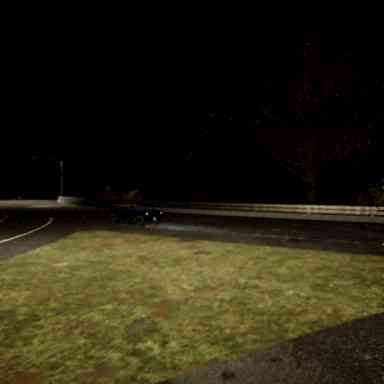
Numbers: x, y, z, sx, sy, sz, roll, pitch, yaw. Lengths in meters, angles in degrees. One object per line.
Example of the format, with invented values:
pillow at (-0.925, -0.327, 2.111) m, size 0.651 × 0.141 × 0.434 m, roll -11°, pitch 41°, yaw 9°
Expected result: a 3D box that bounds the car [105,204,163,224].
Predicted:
car at (-4.420, 1.603, 25.276) m, size 4.718 × 1.301 × 1.895 m, roll 0°, pitch 0°, yaw 38°
